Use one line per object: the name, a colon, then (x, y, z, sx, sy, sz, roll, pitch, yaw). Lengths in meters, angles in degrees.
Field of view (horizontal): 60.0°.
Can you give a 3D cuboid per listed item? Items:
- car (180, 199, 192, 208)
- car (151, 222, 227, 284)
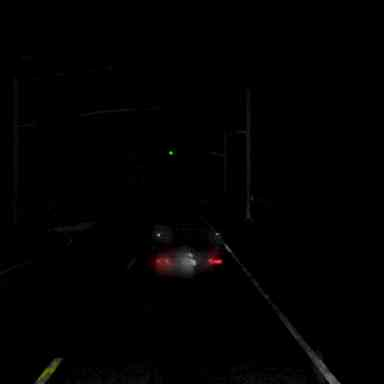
car: (-1.032, 1.859, 55.502, 1.812, 1.442, 4.674, 0, 0, -1)
car: (-0.098, 1.607, 9.773, 2.033, 1.411, 5.357, 0, 0, -1)
